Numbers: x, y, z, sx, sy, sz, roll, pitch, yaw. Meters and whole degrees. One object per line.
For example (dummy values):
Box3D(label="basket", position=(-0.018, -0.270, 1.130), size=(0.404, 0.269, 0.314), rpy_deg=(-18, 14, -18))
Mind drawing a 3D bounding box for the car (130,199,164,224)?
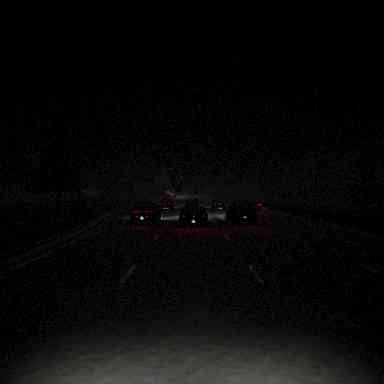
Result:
Box3D(label="car", position=(-3.405, 1.517, 25.031), size=(1.837, 1.490, 4.892), rpy_deg=(0, 0, 0))

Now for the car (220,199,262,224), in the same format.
Box3D(label="car", position=(3.595, 1.504, 25.081), size=(2.128, 1.511, 4.902), rpy_deg=(0, 0, 0))

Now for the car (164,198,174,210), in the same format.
Box3D(label="car", position=(-3.454, 1.569, 44.472), size=(2.033, 1.411, 5.357), rpy_deg=(0, 0, 1))

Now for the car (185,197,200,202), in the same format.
Box3D(label="car", position=(0.061, 1.515, 47.363), size=(2.128, 1.511, 4.902), rpy_deg=(0, 0, 0))

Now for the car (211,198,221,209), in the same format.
Box3D(label="car", position=(3.546, 1.569, 44.740), size=(2.033, 1.411, 5.357), rpy_deg=(0, 0, 0))

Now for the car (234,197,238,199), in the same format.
Box3D(label="car", position=(6.992, 1.502, 49.545), size=(1.882, 1.535, 5.008), rpy_deg=(0, 0, 0))

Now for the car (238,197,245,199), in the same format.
Box3D(label="car", position=(6.993, 1.545, 39.428), size=(1.812, 1.442, 4.674), rpy_deg=(0, 0, 0))

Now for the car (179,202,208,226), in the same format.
Box3D(label="car", position=(0.095, 1.612, 23.786), size=(1.895, 1.301, 4.718), rpy_deg=(0, 0, 0))
